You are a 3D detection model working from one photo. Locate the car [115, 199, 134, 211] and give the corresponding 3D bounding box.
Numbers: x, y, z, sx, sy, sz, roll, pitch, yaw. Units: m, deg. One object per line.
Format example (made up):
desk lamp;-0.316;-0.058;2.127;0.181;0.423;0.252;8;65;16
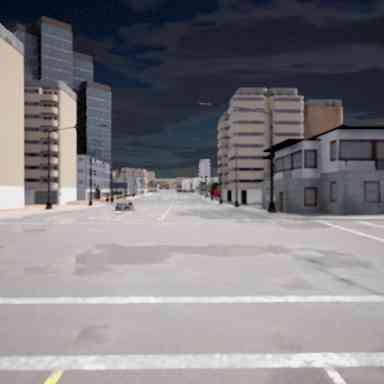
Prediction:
car;-8.416;1.659;41.812;1.812;1.442;4.674;0;-1;-2
